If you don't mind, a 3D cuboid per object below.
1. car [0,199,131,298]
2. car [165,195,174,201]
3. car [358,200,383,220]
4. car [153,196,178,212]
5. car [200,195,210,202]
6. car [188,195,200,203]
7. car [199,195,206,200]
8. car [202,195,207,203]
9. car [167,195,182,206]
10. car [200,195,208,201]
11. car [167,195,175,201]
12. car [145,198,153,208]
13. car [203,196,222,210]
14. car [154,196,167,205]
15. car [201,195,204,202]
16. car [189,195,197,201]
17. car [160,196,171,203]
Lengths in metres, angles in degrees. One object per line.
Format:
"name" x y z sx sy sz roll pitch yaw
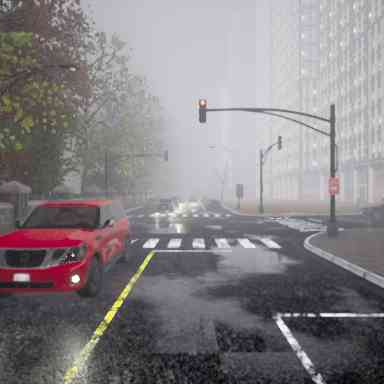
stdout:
"car" -3.090 1.218 8.843 2.150 2.045 5.566 0 0 1
"car" -5.483 1.457 81.004 1.967 1.590 4.097 0 0 0
"car" 14.870 1.246 24.737 4.674 1.442 1.812 -1 0 0
"car" -3.002 1.497 38.251 1.837 1.490 4.892 0 0 0
"car" 2.883 1.452 75.351 1.967 1.590 4.097 0 0 0
"car" 0.174 1.607 68.879 1.895 1.301 4.718 0 0 0
"car" 2.926 1.581 92.247 2.008 1.369 4.403 0 0 0
"car" 2.811 1.560 47.189 1.947 1.339 4.313 0 0 0
"car" -2.965 1.497 50.968 1.837 1.490 4.892 0 1 0
"car" 2.898 1.457 80.982 1.967 1.590 4.097 0 0 0
"car" -5.469 1.568 86.636 1.887 1.381 4.507 0 0 0
"car" -5.570 1.576 47.210 1.802 1.307 4.206 0 0 0
"car" 2.796 1.559 41.556 1.947 1.339 4.313 0 0 0
"car" -5.540 1.439 58.475 1.967 1.590 4.097 0 0 0
"car" 2.825 1.562 52.821 1.947 1.339 4.313 0 0 0
"car" 0.200 1.390 78.849 1.837 1.490 4.892 0 0 0
"car" -5.512 1.532 69.570 1.752 1.417 4.829 0 0 0
